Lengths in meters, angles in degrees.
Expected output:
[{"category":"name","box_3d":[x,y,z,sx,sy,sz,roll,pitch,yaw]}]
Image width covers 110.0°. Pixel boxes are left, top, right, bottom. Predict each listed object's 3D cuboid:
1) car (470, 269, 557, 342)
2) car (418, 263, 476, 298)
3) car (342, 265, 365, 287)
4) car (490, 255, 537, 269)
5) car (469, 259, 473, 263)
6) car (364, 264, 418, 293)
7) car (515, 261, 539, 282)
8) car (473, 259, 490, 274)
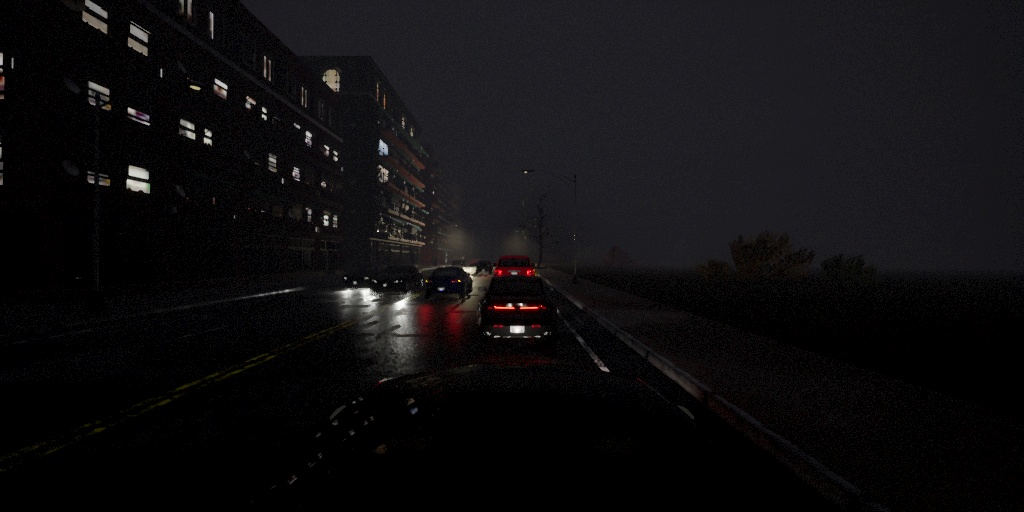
[{"category":"car","box_3d":[0.108,1.256,9.761,1.837,1.490,4.892,0,0,0]},{"category":"car","box_3d":[-3.136,1.278,18.215,1.812,1.442,4.674,0,0,0]},{"category":"car","box_3d":[-9.830,1.301,25.103,2.033,1.411,5.357,0,0,0]},{"category":"car","box_3d":[0.115,0.974,20.109,2.150,2.045,5.566,0,0,0]},{"category":"car","box_3d":[-6.507,1.229,63.940,1.882,1.535,5.008,0,0,0]},{"category":"car","box_3d":[-6.584,1.257,20.988,1.837,1.490,4.892,0,0,0]},{"category":"car","box_3d":[1.162,1.209,30.516,1.801,1.575,5.366,0,0,0]},{"category":"car","box_3d":[-3.117,1.258,41.567,1.837,1.490,4.892,0,0,0]}]
